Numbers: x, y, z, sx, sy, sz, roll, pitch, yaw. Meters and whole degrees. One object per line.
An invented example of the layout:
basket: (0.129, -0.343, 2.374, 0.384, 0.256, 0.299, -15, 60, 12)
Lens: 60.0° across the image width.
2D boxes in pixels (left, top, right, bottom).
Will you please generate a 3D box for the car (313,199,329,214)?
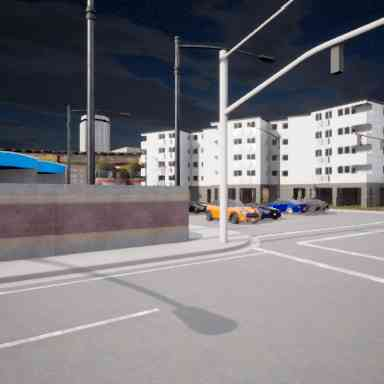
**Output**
car: (12.445, 1.491, 36.239, 2.128, 1.511, 4.902, 0, 0, -36)

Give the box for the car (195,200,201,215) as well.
car: (0.342, 1.564, 34.426, 1.994, 1.385, 4.181, 0, 0, -40)

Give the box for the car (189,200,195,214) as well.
car: (-2.583, 1.222, 32.615, 2.150, 2.045, 5.566, 0, 0, -40)

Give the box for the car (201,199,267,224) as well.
car: (3.012, 1.352, 24.899, 2.097, 1.767, 4.553, 0, 0, -33)

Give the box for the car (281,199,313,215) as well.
car: (9.520, 1.477, 34.321, 1.882, 1.535, 5.008, 0, 0, -35)

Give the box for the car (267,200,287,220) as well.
car: (5.334, 1.564, 27.659, 1.994, 1.385, 4.181, 0, 0, -35)
